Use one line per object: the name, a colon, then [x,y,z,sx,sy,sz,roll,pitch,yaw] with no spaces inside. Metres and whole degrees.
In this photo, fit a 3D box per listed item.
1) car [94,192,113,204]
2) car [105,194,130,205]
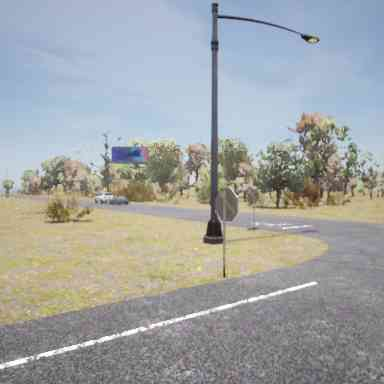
car: [-16.121,1.098,61.123,2.150,2.045,5.566,0,0,-34]
car: [-12.102,1.437,55.192,2.033,1.411,5.357,0,0,-33]
